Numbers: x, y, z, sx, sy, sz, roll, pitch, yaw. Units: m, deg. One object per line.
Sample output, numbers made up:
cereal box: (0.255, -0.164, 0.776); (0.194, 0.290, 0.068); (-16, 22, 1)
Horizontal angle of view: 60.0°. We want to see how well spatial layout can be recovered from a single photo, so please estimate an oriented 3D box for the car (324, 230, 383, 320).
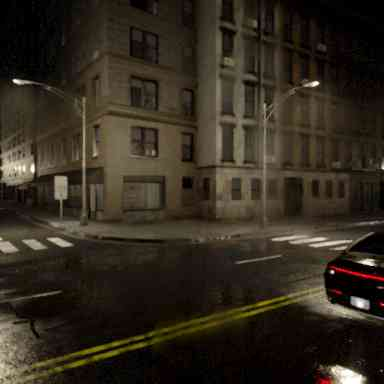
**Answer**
car: (4.630, 1.483, 6.554); (4.892, 1.490, 1.837); (0, 0, -34)
